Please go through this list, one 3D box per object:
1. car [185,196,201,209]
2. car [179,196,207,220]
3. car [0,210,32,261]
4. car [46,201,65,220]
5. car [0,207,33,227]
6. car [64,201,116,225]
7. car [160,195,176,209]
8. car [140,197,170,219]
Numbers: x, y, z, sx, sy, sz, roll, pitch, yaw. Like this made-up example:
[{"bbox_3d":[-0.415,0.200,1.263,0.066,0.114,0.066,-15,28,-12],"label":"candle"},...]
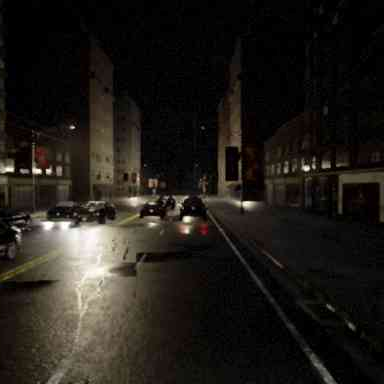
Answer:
[{"bbox_3d":[0.099,1.269,41.937,1.837,1.490,4.892,0,1,0],"label":"car"},{"bbox_3d":[0.092,1.211,26.614,2.097,1.767,4.553,0,0,0],"label":"car"},{"bbox_3d":[-6.589,1.456,9.151,1.837,1.490,4.892,0,0,0],"label":"car"},{"bbox_3d":[-9.741,1.421,26.154,1.994,1.385,4.181,0,0,0],"label":"car"},{"bbox_3d":[-9.811,1.474,16.762,1.994,1.385,4.181,0,0,1],"label":"car"},{"bbox_3d":[-6.529,1.370,22.716,2.128,1.511,4.902,0,0,1],"label":"car"},{"bbox_3d":[-3.153,1.116,41.399,2.097,1.767,4.553,0,0,0],"label":"car"},{"bbox_3d":[-3.154,1.413,27.804,1.994,1.385,4.181,0,0,0],"label":"car"}]
